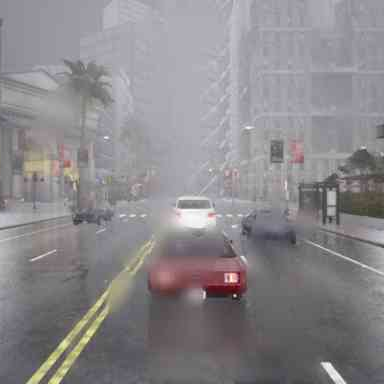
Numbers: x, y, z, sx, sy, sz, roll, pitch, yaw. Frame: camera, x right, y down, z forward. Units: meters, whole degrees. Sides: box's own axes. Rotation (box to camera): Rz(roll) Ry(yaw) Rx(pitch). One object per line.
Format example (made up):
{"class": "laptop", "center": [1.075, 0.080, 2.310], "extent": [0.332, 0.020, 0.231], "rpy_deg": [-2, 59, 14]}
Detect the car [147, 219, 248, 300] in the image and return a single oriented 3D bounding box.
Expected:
{"class": "car", "center": [0.104, 1.601, 8.333], "extent": [1.895, 1.301, 4.718], "rpy_deg": [0, 0, 0]}

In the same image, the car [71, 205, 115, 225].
{"class": "car", "center": [-7.003, 1.656, 23.943], "extent": [1.895, 1.301, 4.718], "rpy_deg": [0, 0, 0]}

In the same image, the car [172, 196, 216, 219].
{"class": "car", "center": [0.096, 1.221, 18.101], "extent": [2.150, 2.045, 5.566], "rpy_deg": [0, 0, 0]}

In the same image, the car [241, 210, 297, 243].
{"class": "car", "center": [3.604, 1.565, 16.145], "extent": [1.994, 1.385, 4.181], "rpy_deg": [0, 0, 0]}
